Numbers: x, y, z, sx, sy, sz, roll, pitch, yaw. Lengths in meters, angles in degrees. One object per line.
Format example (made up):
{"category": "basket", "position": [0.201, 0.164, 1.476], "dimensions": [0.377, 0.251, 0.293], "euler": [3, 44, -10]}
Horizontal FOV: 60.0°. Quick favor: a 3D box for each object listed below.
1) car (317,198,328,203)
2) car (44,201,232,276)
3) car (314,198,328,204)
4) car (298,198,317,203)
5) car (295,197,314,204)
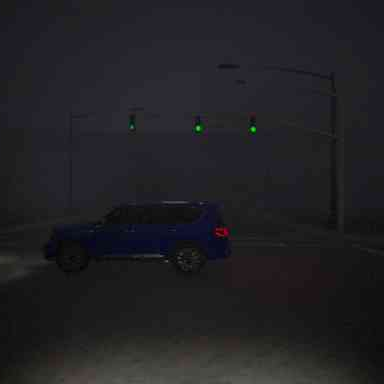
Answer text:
{"category": "car", "position": [32.442, 2.114, 82.506], "dimensions": [1.853, 1.218, 4.536], "euler": [0, -1, 31]}
{"category": "car", "position": [-1.562, 1.305, 10.280], "dimensions": [5.566, 2.045, 2.150], "euler": [0, 0, 3]}
{"category": "car", "position": [32.415, 2.271, 82.460], "dimensions": [2.038, 1.542, 4.974], "euler": [0, -1, 31]}
{"category": "car", "position": [29.353, 2.124, 84.675], "dimensions": [1.853, 1.218, 4.536], "euler": [0, -1, -29]}
{"category": "car", "position": [29.378, 2.281, 84.628], "dimensions": [2.038, 1.542, 4.974], "euler": [0, -1, -29]}
